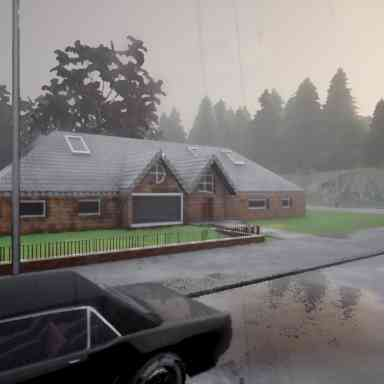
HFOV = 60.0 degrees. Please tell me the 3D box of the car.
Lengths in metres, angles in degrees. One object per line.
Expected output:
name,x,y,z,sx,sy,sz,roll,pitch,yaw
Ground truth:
car,-1.932,1.601,3.228,4.718,1.301,1.895,0,0,-35
